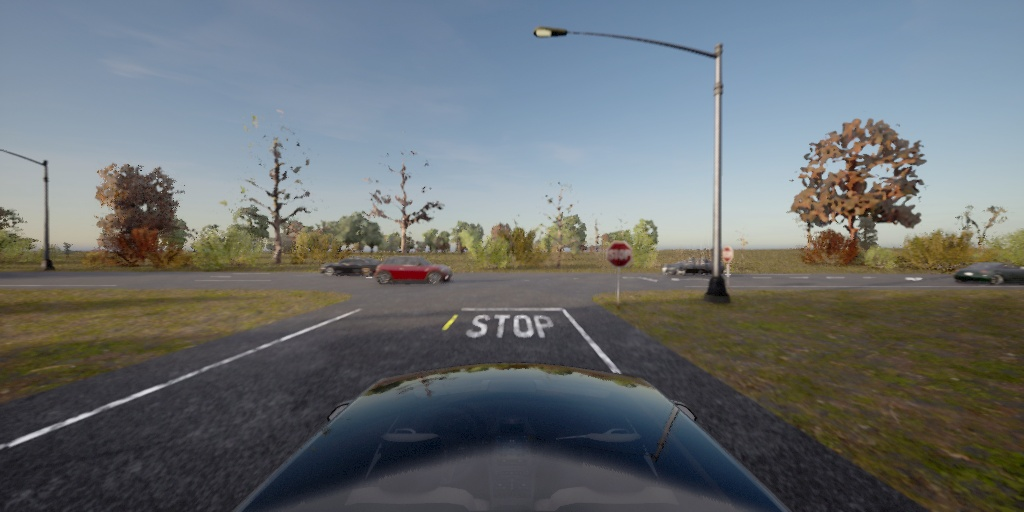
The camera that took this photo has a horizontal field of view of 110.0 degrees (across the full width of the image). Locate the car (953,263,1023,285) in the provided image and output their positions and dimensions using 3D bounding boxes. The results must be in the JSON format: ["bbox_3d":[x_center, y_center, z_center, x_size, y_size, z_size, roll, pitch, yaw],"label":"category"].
[{"bbox_3d":[31.601,1.127,23.307,4.181,1.385,1.994,0,1,-2],"label":"car"}]

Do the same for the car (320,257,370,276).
[{"bbox_3d":[-12.900,0.858,29.118,4.892,1.490,1.837,0,1,-2],"label":"car"}]

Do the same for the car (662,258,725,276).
[{"bbox_3d":[15.056,0.956,29.850,4.902,1.511,2.128,-1,1,-2],"label":"car"}]

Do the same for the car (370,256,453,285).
[{"bbox_3d":[-6.015,0.810,22.298,4.553,1.767,2.097,0,1,-1],"label":"car"}]
